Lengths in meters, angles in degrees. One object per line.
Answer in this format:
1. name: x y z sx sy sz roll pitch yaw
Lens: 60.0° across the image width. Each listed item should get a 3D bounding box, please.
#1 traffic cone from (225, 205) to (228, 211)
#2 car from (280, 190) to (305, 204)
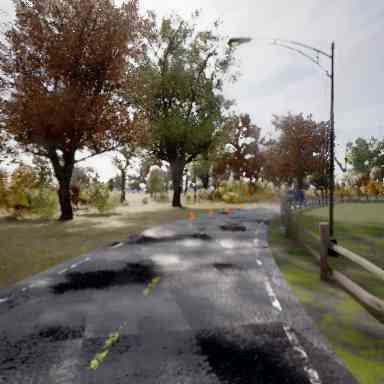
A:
1. traffic cone: 3.600 1.669 34.692 0.340 0.580 0.340 1 1 24
2. car: 15.321 0.772 50.526 2.150 2.045 5.566 1 1 37
